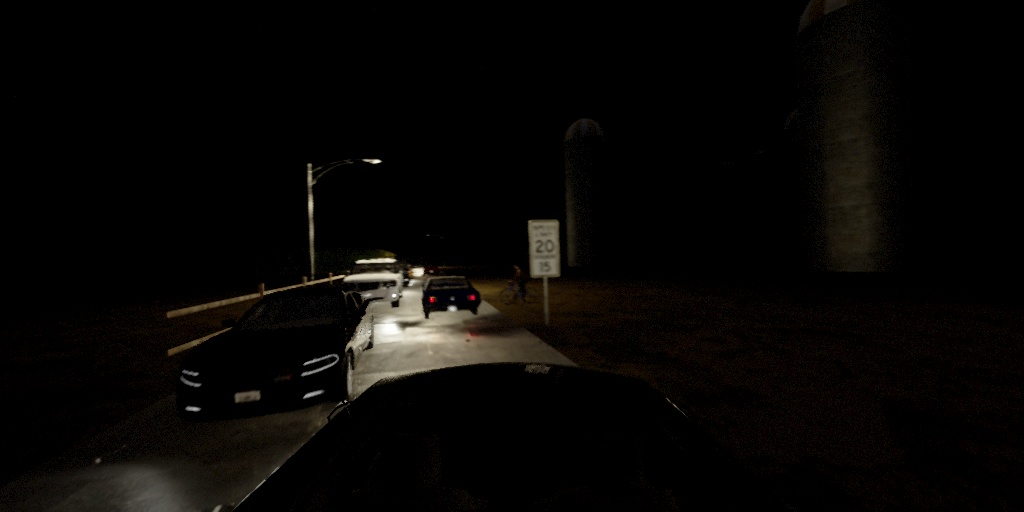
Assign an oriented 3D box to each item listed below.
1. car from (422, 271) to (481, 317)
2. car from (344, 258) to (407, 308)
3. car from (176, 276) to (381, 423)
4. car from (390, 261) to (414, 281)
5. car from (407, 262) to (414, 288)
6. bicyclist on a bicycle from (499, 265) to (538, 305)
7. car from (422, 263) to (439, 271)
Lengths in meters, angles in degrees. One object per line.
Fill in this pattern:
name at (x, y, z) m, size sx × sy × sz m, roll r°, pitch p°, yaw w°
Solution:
car at (-2.455, 1.418, 13.677) m, size 1.895 × 1.301 × 4.718 m, roll -2°, pitch 0°, yaw -14°
car at (-6.142, 1.150, 16.273) m, size 2.150 × 2.045 × 5.566 m, roll -2°, pitch 0°, yaw -14°
car at (-3.659, 1.336, 6.459) m, size 1.882 × 1.535 × 5.008 m, roll -2°, pitch 0°, yaw -15°
car at (-11.069, 1.439, 36.366) m, size 2.097 × 1.767 × 4.553 m, roll -2°, pitch 0°, yaw -14°
car at (-8.693, 1.226, 26.576) m, size 2.150 × 2.045 × 5.566 m, roll -2°, pitch 0°, yaw -14°
bicyclist on a bicycle at (0.280, 1.197, 14.799) m, size 1.656 × 1.620 × 0.582 m, roll 0°, pitch 0°, yaw -14°
car at (-9.627, 1.578, 42.634) m, size 1.812 × 1.442 × 4.674 m, roll -2°, pitch 0°, yaw -14°
